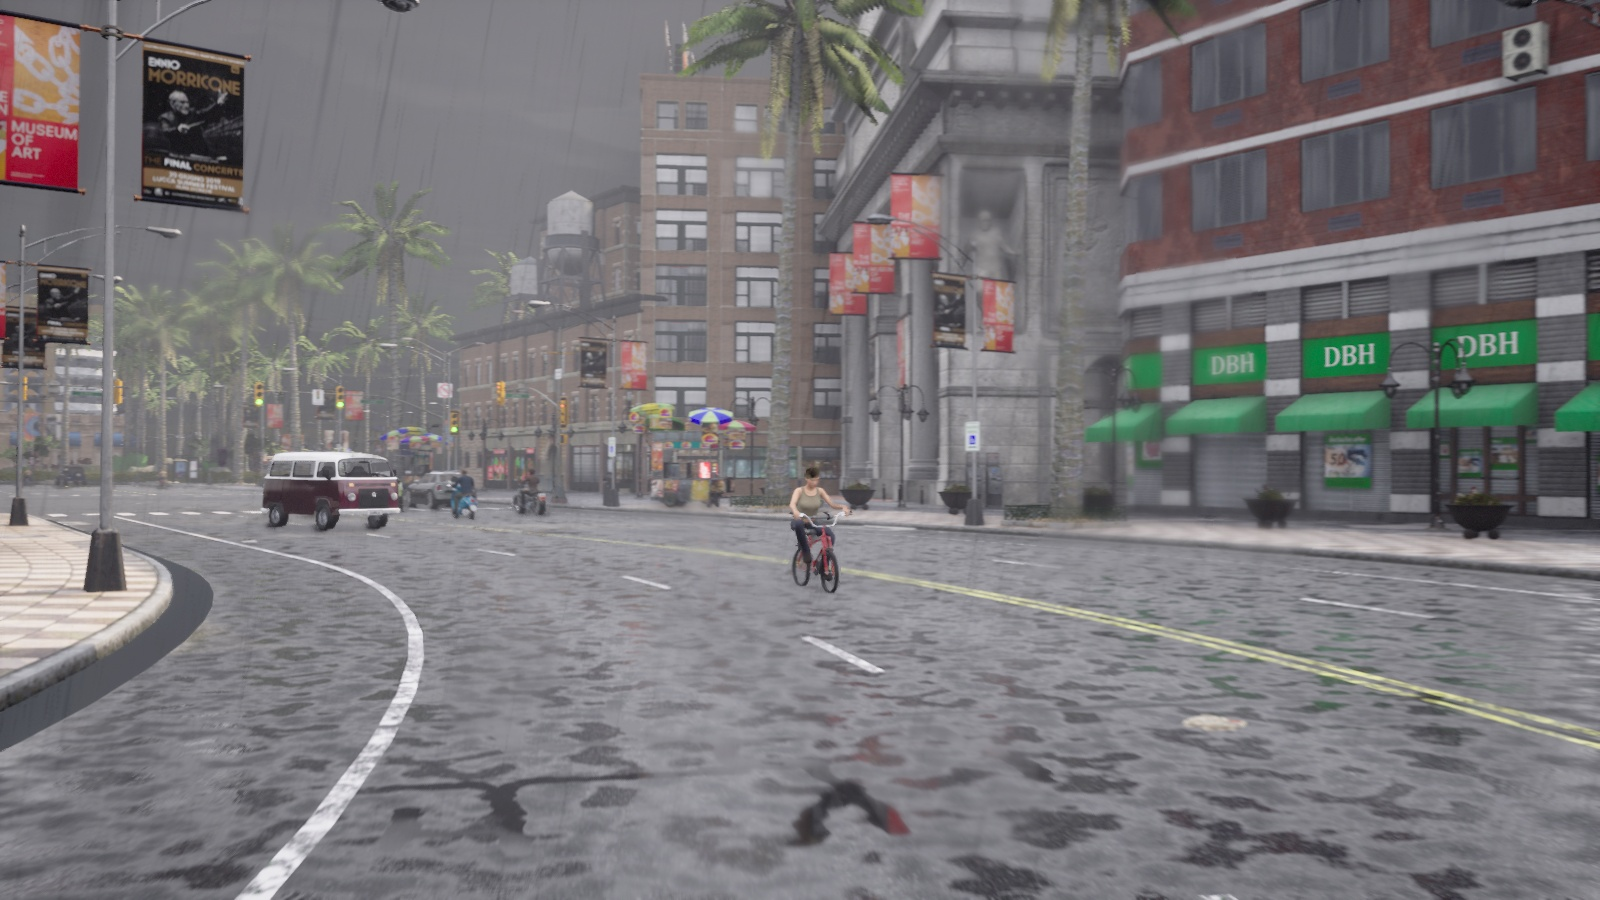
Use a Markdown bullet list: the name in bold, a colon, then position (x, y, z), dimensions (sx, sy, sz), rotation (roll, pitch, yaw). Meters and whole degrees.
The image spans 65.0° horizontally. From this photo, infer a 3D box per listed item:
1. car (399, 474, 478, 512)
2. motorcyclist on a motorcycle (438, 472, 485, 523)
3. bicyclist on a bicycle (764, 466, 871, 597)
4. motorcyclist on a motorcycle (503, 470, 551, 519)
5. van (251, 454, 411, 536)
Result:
- **car**: position (-14.853, 1.718, 51.490), dimensions (1.970, 1.475, 3.806), rotation (0, -1, -36)
- **motorcyclist on a motorcycle**: position (-10.744, 1.489, 39.810), dimensions (0.866, 1.590, 1.817), rotation (0, -1, -36)
- **bicyclist on a bicycle**: position (0.208, 1.025, 16.434), dimensions (0.866, 1.612, 1.509), rotation (0, -1, -22)
- **motorcyclist on a motorcycle**: position (-9.629, 1.555, 44.249), dimensions (0.766, 1.649, 2.350), rotation (0, -1, -36)
- **van**: position (-12.601, 1.165, 33.613), dimensions (4.480, 2.038, 2.069), rotation (-1, -1, 40)
